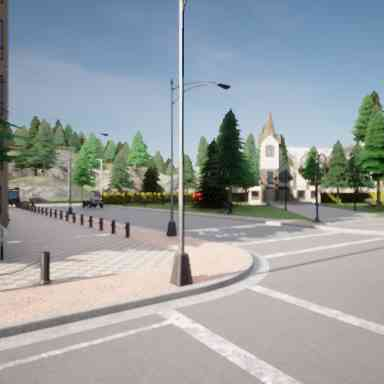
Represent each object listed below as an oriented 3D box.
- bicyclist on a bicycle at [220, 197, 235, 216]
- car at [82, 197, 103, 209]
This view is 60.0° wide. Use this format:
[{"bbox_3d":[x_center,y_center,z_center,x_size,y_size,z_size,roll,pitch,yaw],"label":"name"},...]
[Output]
[{"bbox_3d":[3.066,1.279,28.522,1.656,1.620,0.582,0,0,-35],"label":"bicyclist on a bicycle"},{"bbox_3d":[-13.742,1.484,45.875,1.837,1.490,4.892,0,0,-34],"label":"car"}]
